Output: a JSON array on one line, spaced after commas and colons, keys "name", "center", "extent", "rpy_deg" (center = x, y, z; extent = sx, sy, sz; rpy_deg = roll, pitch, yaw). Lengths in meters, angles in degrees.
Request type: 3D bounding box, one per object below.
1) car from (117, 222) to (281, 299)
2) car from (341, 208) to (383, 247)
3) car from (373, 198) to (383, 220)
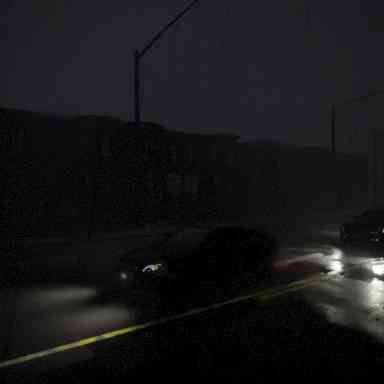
[{"name": "car", "center": [0.380, 1.542, 8.663], "extent": [4.674, 1.442, 1.812], "rpy_deg": [0, 0, -37]}, {"name": "car", "center": [8.552, 1.449, 14.777], "extent": [5.008, 1.535, 1.882], "rpy_deg": [0, 0, -37]}, {"name": "car", "center": [15.380, 1.185, 24.149], "extent": [4.902, 1.511, 2.128], "rpy_deg": [0, 0, -37]}]
